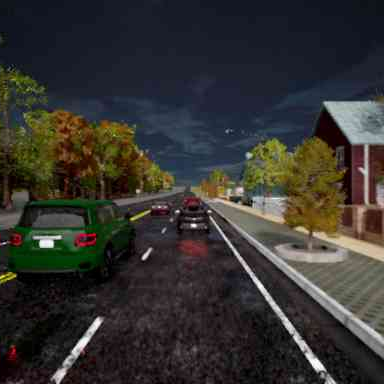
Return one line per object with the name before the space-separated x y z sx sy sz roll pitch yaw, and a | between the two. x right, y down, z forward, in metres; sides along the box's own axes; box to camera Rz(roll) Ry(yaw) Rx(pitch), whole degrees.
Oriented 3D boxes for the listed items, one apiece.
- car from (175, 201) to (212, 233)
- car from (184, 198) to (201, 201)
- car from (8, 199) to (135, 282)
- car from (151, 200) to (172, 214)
car | 0.096 1.492 19.672 1.837 1.490 4.892 0 0 0
car | 0.091 1.433 41.253 1.882 1.535 5.008 0 0 0
car | -3.152 1.218 9.894 2.150 2.045 5.566 0 0 0
car | -3.155 1.512 34.624 2.033 1.411 5.357 0 0 0
